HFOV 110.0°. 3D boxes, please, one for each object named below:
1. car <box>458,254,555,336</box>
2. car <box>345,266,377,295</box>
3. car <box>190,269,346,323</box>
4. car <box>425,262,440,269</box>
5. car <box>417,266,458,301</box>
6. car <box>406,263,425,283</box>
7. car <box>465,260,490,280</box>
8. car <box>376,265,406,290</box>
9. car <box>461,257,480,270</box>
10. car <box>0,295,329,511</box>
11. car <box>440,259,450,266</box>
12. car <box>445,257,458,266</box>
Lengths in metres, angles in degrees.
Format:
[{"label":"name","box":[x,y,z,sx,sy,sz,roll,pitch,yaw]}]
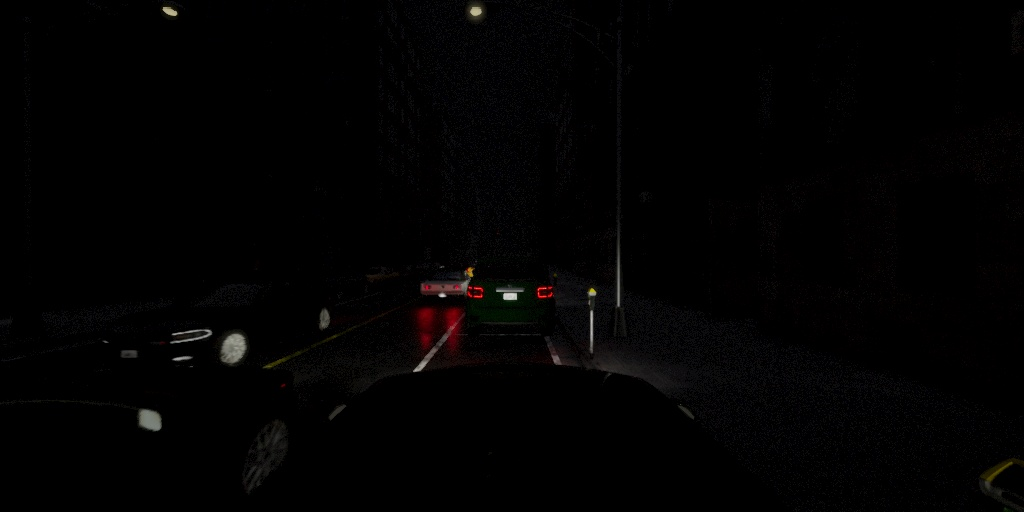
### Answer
[{"label":"car","box":[-0.039,0.978,10.530,2.150,2.045,5.566,0,0,0]},{"label":"car","box":[-8.408,1.316,17.218,1.948,1.339,4.313,0,0,0]},{"label":"car","box":[-5.869,1.227,7.992,1.882,1.535,5.008,0,0,0]},{"label":"car","box":[-8.408,1.298,33.457,2.007,1.370,4.403,0,0,0]},{"label":"car","box":[-2.922,1.351,17.296,1.895,1.301,4.718,0,0,0]},{"label":"car","box":[-8.408,1.331,28.044,1.802,1.307,4.207,0,0,0]},{"label":"car","box":[-3.022,1.205,32.655,1.801,1.575,5.366,0,0,0]},{"label":"car","box":[-8.408,1.275,22.461,1.751,1.417,4.829,0,0,0]},{"label":"car","box":[-5.770,1.011,50.125,2.097,1.767,4.553,0,0,0]},{"label":"car","box":[-2.920,1.227,1.327,1.882,1.535,5.008,0,0,0]},{"label":"car","box":[-8.408,1.295,38.870,2.007,1.370,4.403,0,0,0]},{"label":"car","box":[-8.408,1.052,49.696,2.192,1.841,5.009,0,0,0]}]
